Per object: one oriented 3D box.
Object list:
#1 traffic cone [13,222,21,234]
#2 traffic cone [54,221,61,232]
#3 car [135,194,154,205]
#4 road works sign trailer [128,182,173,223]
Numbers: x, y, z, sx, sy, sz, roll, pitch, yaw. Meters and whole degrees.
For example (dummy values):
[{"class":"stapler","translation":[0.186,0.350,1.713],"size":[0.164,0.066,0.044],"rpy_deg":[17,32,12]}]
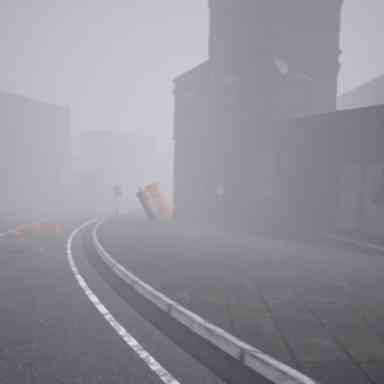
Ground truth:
[{"class":"traffic cone","translation":[-9.210,1.896,17.509],"size":[0.340,0.580,0.340],"rpy_deg":[0,0,-23]},{"class":"traffic cone","translation":[-7.375,1.899,18.287],"size":[0.340,0.580,0.340],"rpy_deg":[0,0,-23]},{"class":"car","translation":[-7.048,1.191,52.841],"size":[2.097,1.767,4.553],"rpy_deg":[4,1,27]},{"class":"road works sign trailer","translation":[-2.966,0.880,21.333],"size":[2.880,2.380,3.560],"rpy_deg":[-26,2,-5]}]
